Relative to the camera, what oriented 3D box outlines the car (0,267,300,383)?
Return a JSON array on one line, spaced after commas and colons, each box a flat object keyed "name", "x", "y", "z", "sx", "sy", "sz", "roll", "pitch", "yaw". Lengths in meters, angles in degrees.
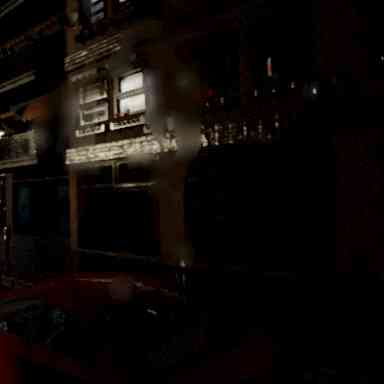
[{"name": "car", "x": -1.187, "y": 1.561, "z": 3.592, "sx": 4.507, "sy": 1.381, "sz": 1.887, "roll": 0, "pitch": -2, "yaw": 36}]
